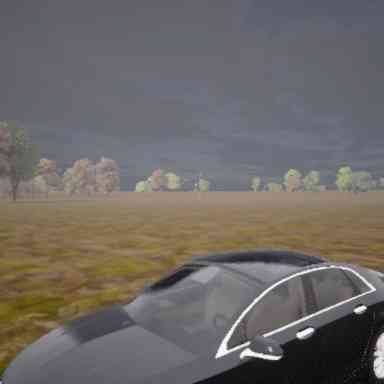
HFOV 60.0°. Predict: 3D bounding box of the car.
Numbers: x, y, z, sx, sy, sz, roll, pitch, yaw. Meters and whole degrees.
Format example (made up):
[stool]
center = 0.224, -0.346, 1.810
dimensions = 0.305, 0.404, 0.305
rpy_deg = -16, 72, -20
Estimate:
[car]
center = 0.580, 1.505, 3.790
dimensions = 4.892, 1.490, 1.837
rpy_deg = 0, 0, -35
